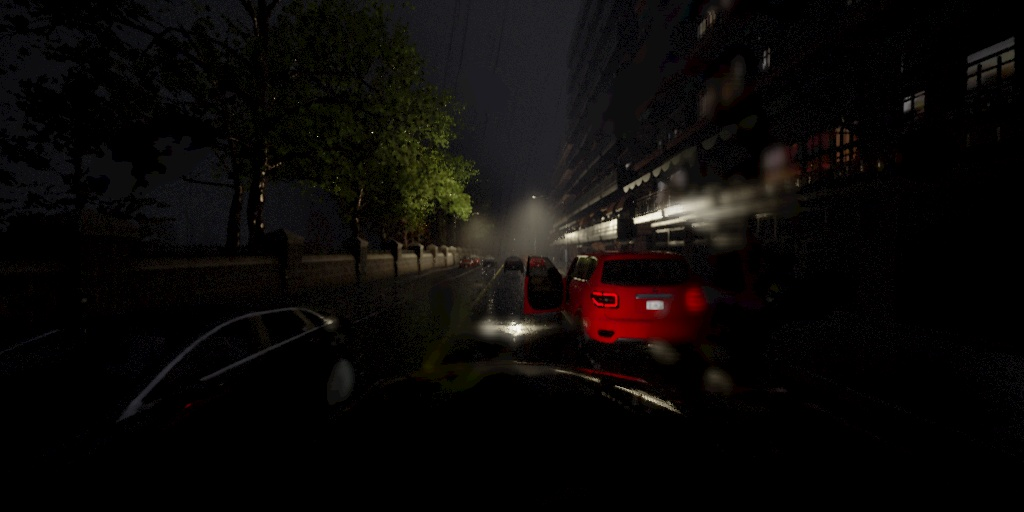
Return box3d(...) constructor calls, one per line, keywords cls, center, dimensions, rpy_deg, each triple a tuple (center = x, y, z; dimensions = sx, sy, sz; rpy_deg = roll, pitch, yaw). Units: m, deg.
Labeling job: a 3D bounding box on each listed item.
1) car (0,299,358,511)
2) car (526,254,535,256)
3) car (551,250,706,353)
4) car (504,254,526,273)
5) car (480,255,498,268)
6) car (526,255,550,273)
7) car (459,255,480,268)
box3d(cls="car", center=(-3.097, 1.225, 3.158), dimensions=(2.128, 1.511, 4.902), rpy_deg=(0, 1, 0))
box3d(cls="car", center=(2.810, 0.812, 45.704), dimensions=(1.888, 1.381, 4.507), rpy_deg=(0, 0, 0))
box3d(cls="car", center=(2.412, 0.891, 8.704), dimensions=(2.150, 2.045, 5.566), rpy_deg=(0, 1, 0))
box3d(cls="car", center=(0.164, 0.845, 36.122), dimensions=(1.882, 1.535, 5.008), rpy_deg=(0, 1, 0))
box3d(cls="car", center=(-2.879, 0.928, 46.409), dimensions=(1.895, 1.301, 4.718), rpy_deg=(0, 1, 0))
box3d(cls="car", center=(2.795, 0.871, 40.074), dimensions=(1.888, 1.381, 4.507), rpy_deg=(0, 0, 0))
box3d(cls="car", center=(-5.570, 0.707, 45.727), dimensions=(1.967, 1.591, 4.097), rpy_deg=(0, 0, 0))
